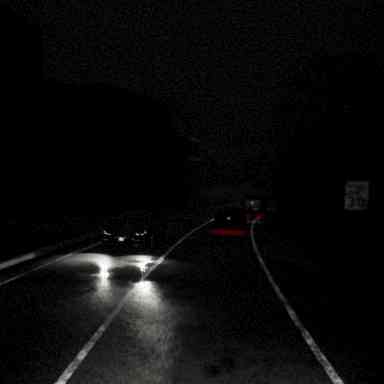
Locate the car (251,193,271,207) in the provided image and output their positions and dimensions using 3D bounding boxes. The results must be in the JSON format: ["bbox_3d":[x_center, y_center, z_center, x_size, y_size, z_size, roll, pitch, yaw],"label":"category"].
[{"bbox_3d":[12.157,1.322,58.334,2.150,2.045,5.566,3,3,26],"label":"car"}]

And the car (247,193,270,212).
[{"bbox_3d":[7.793,1.330,40.210,2.150,2.045,5.566,2,0,21],"label":"car"}]

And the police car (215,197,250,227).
[{"bbox_3d":[2.733,1.417,22.819,1.930,1.638,5.238,1,0,11],"label":"police car"}]

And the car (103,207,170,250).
[{"bbox_3d":[-2.201,1.439,14.259,1.837,1.490,4.892,1,0,8],"label":"car"}]
